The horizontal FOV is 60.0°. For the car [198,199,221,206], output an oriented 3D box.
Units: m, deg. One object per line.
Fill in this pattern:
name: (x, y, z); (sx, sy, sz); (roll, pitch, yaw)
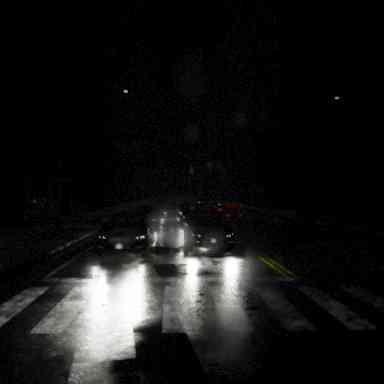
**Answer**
car: (2.221, 1.876, 45.121); (2.033, 1.411, 5.357); (1, 0, -3)

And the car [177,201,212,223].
car: (0.085, 1.652, 24.196); (1.837, 1.490, 4.892); (1, 0, -4)

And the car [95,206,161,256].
car: (-2.506, 1.518, 13.240); (2.128, 1.511, 4.902); (1, 0, -3)

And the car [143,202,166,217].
car: (-3.096, 1.643, 22.967); (2.033, 1.411, 5.357); (1, 0, -3)

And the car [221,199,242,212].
car: (5.457, 1.725, 45.238); (2.097, 1.767, 4.553); (1, 0, -3)

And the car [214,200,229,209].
car: (4.817, 2.033, 55.096); (1.895, 1.301, 4.718); (1, 0, -3)

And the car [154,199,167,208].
car: (-3.715, 1.690, 33.279); (1.812, 1.442, 4.674); (1, 0, -3)

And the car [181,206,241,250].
car: (0.654, 1.585, 14.741); (1.837, 1.490, 4.892); (1, 0, -4)

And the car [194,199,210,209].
car: (1.577, 1.879, 54.871); (2.128, 1.511, 4.902); (1, 0, -3)
